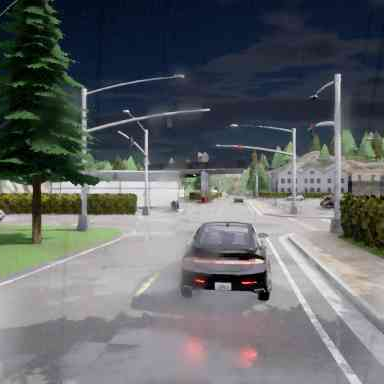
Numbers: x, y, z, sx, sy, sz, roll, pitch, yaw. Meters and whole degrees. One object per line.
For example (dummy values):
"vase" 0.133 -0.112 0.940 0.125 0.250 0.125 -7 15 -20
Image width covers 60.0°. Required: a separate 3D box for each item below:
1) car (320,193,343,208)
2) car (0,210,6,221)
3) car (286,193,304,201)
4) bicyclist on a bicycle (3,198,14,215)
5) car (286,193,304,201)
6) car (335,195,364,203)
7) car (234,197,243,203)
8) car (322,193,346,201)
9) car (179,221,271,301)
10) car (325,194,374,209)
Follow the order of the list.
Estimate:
"car" 18.696 1.330 41.736 5.027 1.636 2.152 0 0 8
"car" -16.566 1.526 25.214 4.674 1.442 1.812 0 0 8
"car" 24.474 1.077 78.876 3.866 1.878 1.905 0 0 8
"bicyclist on a bicycle" -17.942 1.453 32.551 0.582 1.620 1.656 0 0 7
"car" 23.406 1.361 75.668 3.806 1.475 1.970 0 0 8
"car" 29.373 1.298 62.291 4.514 1.523 2.007 0 0 8
"car" 9.478 1.601 67.403 1.895 1.301 4.718 0 0 8
"car" 31.809 1.097 74.528 4.605 1.855 1.932 0 0 8
"car" 0.890 1.492 8.417 2.128 1.511 4.902 0 0 8
"car" 18.312 1.339 38.623 4.514 1.523 2.007 0 0 8
